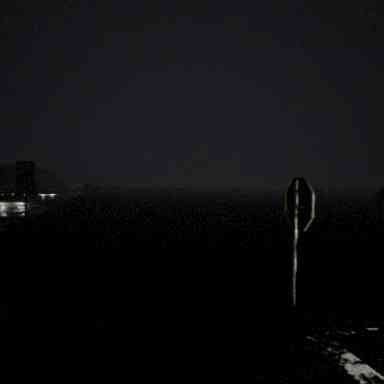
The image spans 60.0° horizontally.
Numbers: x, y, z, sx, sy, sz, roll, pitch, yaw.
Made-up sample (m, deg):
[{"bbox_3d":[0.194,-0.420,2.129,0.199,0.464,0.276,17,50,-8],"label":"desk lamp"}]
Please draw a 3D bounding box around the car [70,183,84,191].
[{"bbox_3d":[-19.534,-0.869,56.842,1.812,1.442,4.674,0,2,-13],"label":"car"}]

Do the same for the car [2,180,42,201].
[{"bbox_3d":[-17.094,-0.273,33.360,2.150,2.045,5.566,0,2,-13],"label":"car"}]

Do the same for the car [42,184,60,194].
[{"bbox_3d":[-20.556,-0.487,48.649,2.033,1.411,5.357,0,2,-13],"label":"car"}]
